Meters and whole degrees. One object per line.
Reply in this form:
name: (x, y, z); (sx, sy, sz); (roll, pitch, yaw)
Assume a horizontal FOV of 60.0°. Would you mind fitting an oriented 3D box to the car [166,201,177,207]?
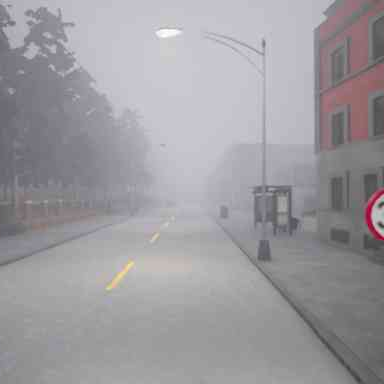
car: (-4.008, 2.307, 64.682); (1.895, 1.301, 4.718); (0, -1, 1)
